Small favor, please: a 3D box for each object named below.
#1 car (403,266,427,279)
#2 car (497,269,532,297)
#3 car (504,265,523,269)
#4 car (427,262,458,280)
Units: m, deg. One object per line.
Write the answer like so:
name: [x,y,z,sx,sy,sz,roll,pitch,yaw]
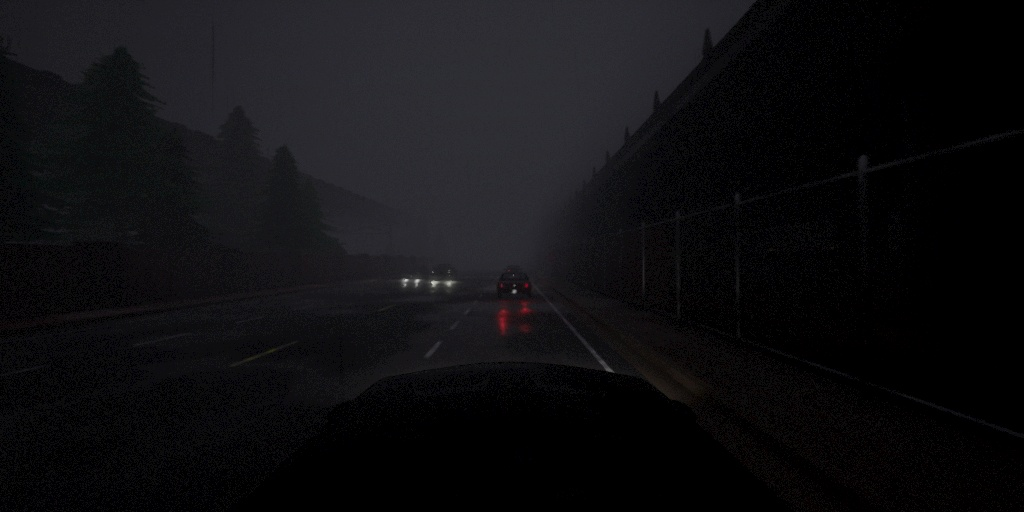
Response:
car: [-10.469,1.780,39.920,2.033,1.411,5.357,0,-1,0]
car: [0.123,1.597,20.890,1.895,1.301,4.718,0,-1,0]
car: [0.148,1.733,39.018,1.837,1.490,4.892,0,-1,0]
car: [-6.999,1.554,37.361,2.097,1.767,4.553,0,-1,1]
